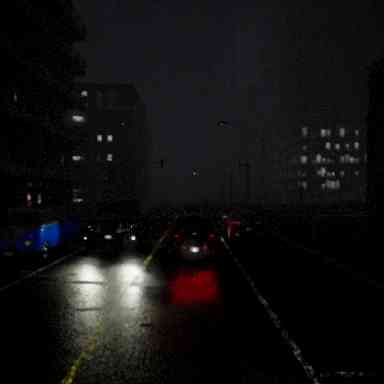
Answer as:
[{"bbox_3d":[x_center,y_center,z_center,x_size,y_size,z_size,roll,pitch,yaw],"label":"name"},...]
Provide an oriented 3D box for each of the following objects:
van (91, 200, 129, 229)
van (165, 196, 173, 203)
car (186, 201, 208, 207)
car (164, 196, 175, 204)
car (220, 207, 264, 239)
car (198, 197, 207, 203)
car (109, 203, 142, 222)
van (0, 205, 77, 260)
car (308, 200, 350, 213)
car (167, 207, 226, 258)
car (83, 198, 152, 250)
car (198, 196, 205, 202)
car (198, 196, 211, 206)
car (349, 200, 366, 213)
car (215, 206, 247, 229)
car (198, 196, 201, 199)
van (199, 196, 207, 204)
[{"bbox_3d":[-5.706,1.493,23.604,1.690,1.788,3.998,-1,0,0],"label":"van"},{"bbox_3d":[-5.709,1.828,84.253,1.690,1.788,3.998,-1,0,0],"label":"van"},{"bbox_3d":[0.091,1.746,28.641,1.994,1.385,4.181,0,0,0],"label":"car"},{"bbox_3d":[-5.705,2.025,78.606,1.947,1.339,4.313,-1,0,0],"label":"car"},{"bbox_3d":[2.678,1.662,18.058,1.887,1.381,4.507,-1,0,0],"label":"car"},{"bbox_3d":[2.641,2.032,84.285,1.887,1.381,4.507,-1,0,0],"label":"car"},{"bbox_3d":[-5.703,1.737,29.182,2.008,1.369,4.403,-1,0,0],"label":"car"},{"bbox_3d":[-5.705,1.424,12.442,1.690,1.788,3.998,-1,0,0],"label":"van"},{"bbox_3d":[16.715,1.959,41.389,4.403,1.369,2.008,0,0,1],"label":"car"},{"bbox_3d":[0.092,1.593,13.079,1.837,1.490,4.892,0,0,0],"label":"car"},{"bbox_3d":[-3.099,1.320,15.065,2.150,2.045,5.566,0,0,0],"label":"car"},{"bbox_3d":[2.639,1.980,95.577,1.967,1.590,4.097,-1,0,0],"label":"car"},{"bbox_3d":[2.643,1.917,61.702,1.887,1.381,4.507,-1,0,0],"label":"car"},{"bbox_3d":[22.197,1.999,41.313,4.313,1.339,1.947,0,0,1],"label":"car"},{"bbox_3d":[2.678,1.734,23.638,1.802,1.307,4.206,-1,0,0],"label":"car"},{"bbox_3d":[2.641,1.842,67.348,1.967,1.590,4.097,-1,0,0],"label":"car"},{"bbox_3d":[2.639,1.800,78.641,1.690,1.788,3.998,-1,0,0],"label":"van"}]
